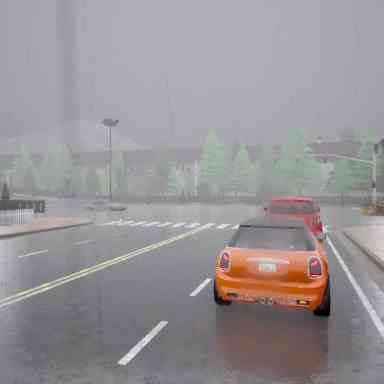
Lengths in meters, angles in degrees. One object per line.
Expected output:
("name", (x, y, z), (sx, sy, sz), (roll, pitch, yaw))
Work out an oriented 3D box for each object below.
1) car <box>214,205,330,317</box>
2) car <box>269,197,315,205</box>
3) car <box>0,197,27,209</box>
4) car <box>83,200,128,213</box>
("car", (2.025, 1.352, 7.855), (2.097, 1.767, 4.553), (0, 0, 19))
("car", (4.220, 1.221, 14.123), (2.150, 2.045, 5.566), (0, 0, 16))
("car", (-20.502, 1.339, 36.618), (4.553, 1.767, 2.097), (0, 0, 16))
("car", (-9.644, 1.601, 37.116), (4.718, 1.301, 1.895), (0, 0, 16))
